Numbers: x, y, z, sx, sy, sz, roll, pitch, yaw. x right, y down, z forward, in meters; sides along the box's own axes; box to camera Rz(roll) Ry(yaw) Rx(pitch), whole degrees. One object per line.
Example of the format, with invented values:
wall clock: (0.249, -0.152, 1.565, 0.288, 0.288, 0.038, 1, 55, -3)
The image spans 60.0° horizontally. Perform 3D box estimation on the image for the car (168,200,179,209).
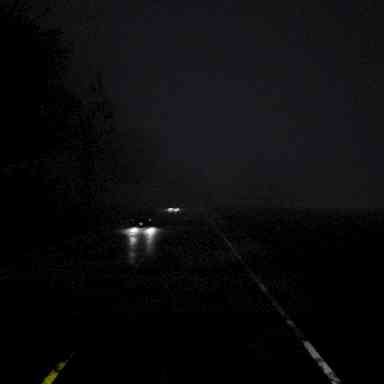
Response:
car: (-3.515, 2.342, 63.226, 2.128, 1.511, 4.902, 0, 0, 0)

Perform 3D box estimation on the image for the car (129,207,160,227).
car: (-3.600, 1.907, 26.249, 2.033, 1.411, 5.357, 0, -1, 0)
